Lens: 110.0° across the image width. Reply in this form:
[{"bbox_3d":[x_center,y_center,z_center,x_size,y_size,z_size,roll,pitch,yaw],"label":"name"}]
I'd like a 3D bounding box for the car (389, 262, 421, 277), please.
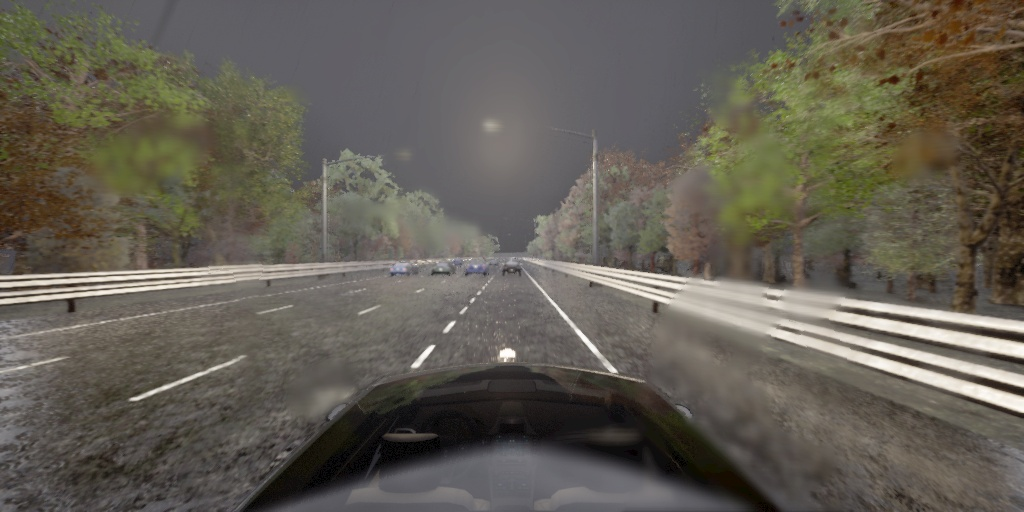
[{"bbox_3d":[-10.518,1.274,35.583,2.033,1.411,5.357,0,0,0],"label":"car"}]

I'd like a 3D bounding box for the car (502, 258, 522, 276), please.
[{"bbox_3d":[0.000,1.204,37.638,1.882,1.535,5.008,0,0,0],"label":"car"}]

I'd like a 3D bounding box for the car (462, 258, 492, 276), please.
[{"bbox_3d":[-3.507,1.078,36.963,2.097,1.767,4.553,0,0,0],"label":"car"}]

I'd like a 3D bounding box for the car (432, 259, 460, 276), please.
[{"bbox_3d":[-7.004,1.291,37.328,1.994,1.385,4.181,0,0,0],"label":"car"}]
